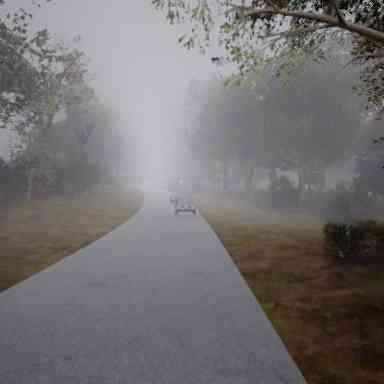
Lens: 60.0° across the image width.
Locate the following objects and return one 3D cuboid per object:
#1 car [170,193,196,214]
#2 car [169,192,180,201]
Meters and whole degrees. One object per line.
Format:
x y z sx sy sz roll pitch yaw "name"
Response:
-0.661 1.174 29.767 2.033 1.411 5.357 0 2 -4 "car"
-1.885 0.690 42.152 1.895 1.301 4.718 1 3 -6 "car"
